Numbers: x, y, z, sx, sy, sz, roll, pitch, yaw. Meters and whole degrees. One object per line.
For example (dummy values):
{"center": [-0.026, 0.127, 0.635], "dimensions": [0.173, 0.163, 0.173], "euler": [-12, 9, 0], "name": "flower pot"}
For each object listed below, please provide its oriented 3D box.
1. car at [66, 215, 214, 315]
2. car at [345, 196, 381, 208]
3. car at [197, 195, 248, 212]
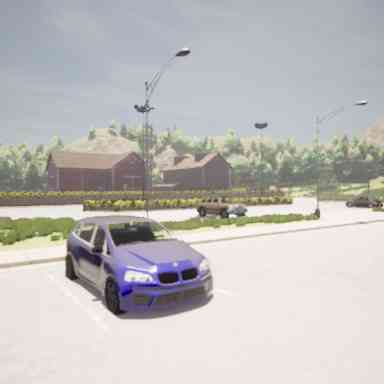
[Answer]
{"center": [-1.488, 1.453, 7.986], "dimensions": [2.242, 1.667, 4.611], "euler": [-1, 0, -35], "name": "car"}
{"center": [20.613, 1.193, 39.984], "dimensions": [1.784, 1.438, 3.905], "euler": [-1, 0, -35], "name": "car"}
{"center": [2.337, 1.166, 26.892], "dimensions": [1.932, 1.855, 4.605], "euler": [-1, 0, -35], "name": "car"}
